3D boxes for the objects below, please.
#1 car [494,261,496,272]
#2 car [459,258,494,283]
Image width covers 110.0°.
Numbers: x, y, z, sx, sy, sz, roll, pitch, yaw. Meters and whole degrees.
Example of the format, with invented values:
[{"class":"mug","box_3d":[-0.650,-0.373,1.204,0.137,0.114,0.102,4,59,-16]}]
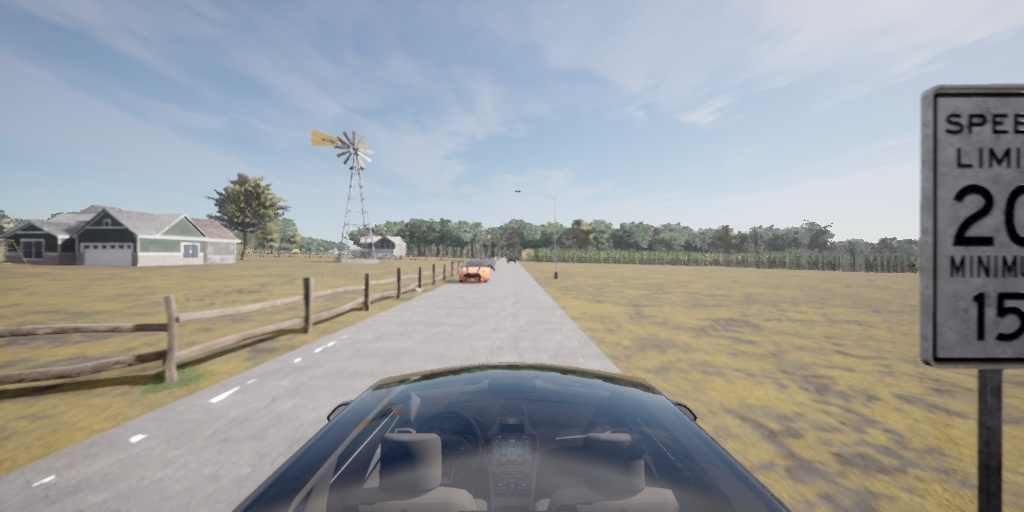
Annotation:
[{"class":"car","box_3d":[-2.810,1.018,42.202,2.033,1.411,5.357,0,0,0]},{"class":"car","box_3d":[-2.797,1.084,27.596,2.097,1.767,4.553,0,0,0]}]
